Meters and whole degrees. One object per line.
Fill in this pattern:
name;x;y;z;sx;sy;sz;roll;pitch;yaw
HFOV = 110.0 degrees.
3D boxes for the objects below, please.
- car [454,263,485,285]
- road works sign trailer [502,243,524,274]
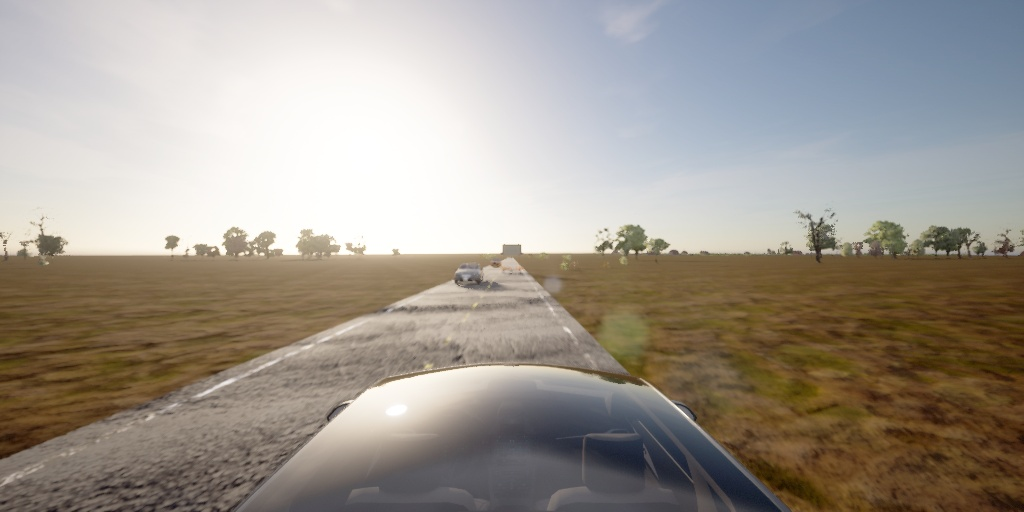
car;-3.102;1.276;26.650;2.128;1.511;4.902;0;0;0
road works sign trailer;-0.035;0.271;42.649;2.380;3.560;2.880;0;0;0
